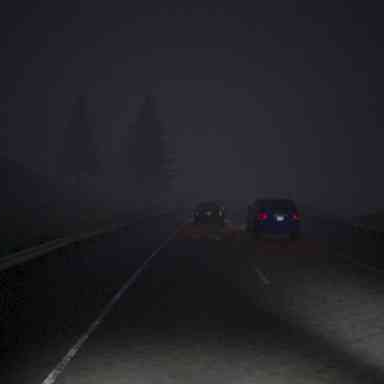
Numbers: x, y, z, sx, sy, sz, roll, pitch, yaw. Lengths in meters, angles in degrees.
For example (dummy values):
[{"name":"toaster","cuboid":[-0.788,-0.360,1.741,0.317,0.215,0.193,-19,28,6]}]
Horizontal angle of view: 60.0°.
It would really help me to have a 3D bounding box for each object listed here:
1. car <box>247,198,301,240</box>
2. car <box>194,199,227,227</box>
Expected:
[{"name":"car","cuboid":[4.296,1.354,18.171,2.150,2.045,5.566,0,0,4]},{"name":"car","cuboid":[1.325,1.525,24.547,2.097,1.767,4.553,0,0,5]}]
